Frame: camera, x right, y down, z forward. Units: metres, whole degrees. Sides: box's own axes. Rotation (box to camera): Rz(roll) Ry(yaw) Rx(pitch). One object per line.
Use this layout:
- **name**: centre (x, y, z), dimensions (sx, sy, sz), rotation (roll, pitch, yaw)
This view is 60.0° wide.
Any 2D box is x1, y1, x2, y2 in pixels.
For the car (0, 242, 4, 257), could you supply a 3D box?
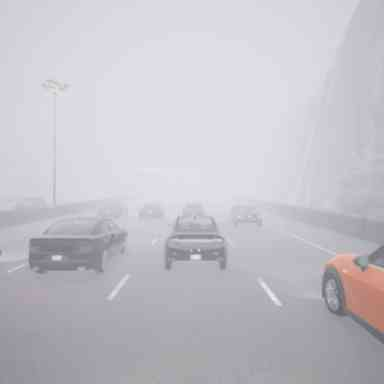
- **car**: centre (-6.896, 1.575, 8.078), dimensions (2.033, 1.411, 5.357), rotation (0, 0, 0)

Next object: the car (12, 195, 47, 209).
- **car**: centre (-17.579, 1.290, 36.173), dimensions (2.097, 1.767, 4.553), rotation (0, 0, 0)

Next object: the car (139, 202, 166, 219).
- **car**: centre (-3.391, 1.551, 29.031), dimensions (1.994, 1.385, 4.181), rotation (0, 0, 0)

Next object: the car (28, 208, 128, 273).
- **car**: centre (-3.397, 1.510, 10.839), dimensions (1.882, 1.535, 5.008), rotation (0, 0, 0)

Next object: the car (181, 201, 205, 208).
- **car**: centre (0.108, 1.481, 28.524), dimensions (2.128, 1.511, 4.902), rotation (0, 0, 0)

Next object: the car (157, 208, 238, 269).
- **car**: centre (0.104, 1.524, 11.277), dimensions (2.128, 1.511, 4.902), rotation (0, 0, 0)

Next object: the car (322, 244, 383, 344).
- **car**: centre (3.600, 1.372, 4.723), dimensions (2.097, 1.767, 4.553), rotation (0, 0, 0)

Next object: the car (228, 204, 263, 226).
- **car**: centre (3.607, 1.560, 23.258), dimensions (2.033, 1.411, 5.357), rotation (0, 0, 0)

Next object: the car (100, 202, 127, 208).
- **car**: centre (-6.892, 1.551, 29.130), dimensions (1.994, 1.385, 4.181), rotation (0, 0, 0)
